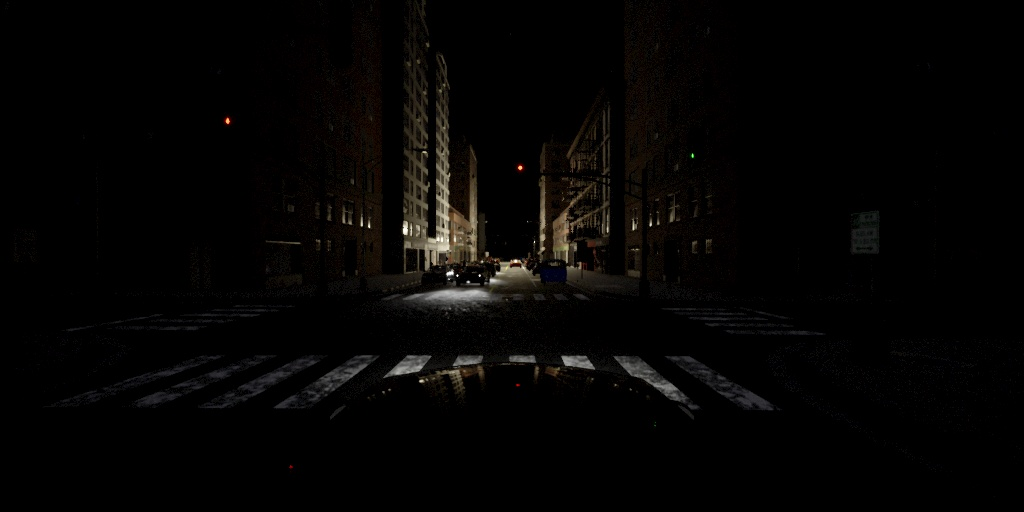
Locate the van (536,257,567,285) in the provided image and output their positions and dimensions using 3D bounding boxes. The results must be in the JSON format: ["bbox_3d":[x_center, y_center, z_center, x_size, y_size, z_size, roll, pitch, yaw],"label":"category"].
[{"bbox_3d":[2.846,1.088,25.363,1.690,1.789,3.998,0,0,1],"label":"van"}]

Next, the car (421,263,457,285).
[{"bbox_3d":[-5.179,1.298,25.427,2.007,1.370,4.403,0,0,1],"label":"car"}]

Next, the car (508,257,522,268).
[{"bbox_3d":[0.618,1.335,59.045,1.895,1.301,4.718,0,0,1],"label":"car"}]

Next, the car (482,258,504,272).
[{"bbox_3d":[-2.452,1.308,45.199,1.994,1.385,4.181,0,0,1],"label":"car"}]

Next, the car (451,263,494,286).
[{"bbox_3d":[-2.652,1.349,25.134,1.895,1.301,4.718,0,0,4],"label":"car"}]

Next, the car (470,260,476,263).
[{"bbox_3d":[-4.975,1.268,47.984,1.751,1.417,4.829,0,0,1],"label":"car"}]

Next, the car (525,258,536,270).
[{"bbox_3d":[3.052,1.324,48.087,1.802,1.307,4.207,0,0,1],"label":"car"}]

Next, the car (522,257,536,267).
[{"bbox_3d":[3.103,1.053,53.769,2.192,1.841,5.009,0,0,1],"label":"car"}]

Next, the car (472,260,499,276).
[{"bbox_3d":[-2.549,1.348,35.146,1.895,1.301,4.718,0,0,1],"label":"car"}]

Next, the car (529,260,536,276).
[{"bbox_3d":[2.949,1.329,36.725,1.802,1.307,4.207,0,0,1],"label":"car"}]
